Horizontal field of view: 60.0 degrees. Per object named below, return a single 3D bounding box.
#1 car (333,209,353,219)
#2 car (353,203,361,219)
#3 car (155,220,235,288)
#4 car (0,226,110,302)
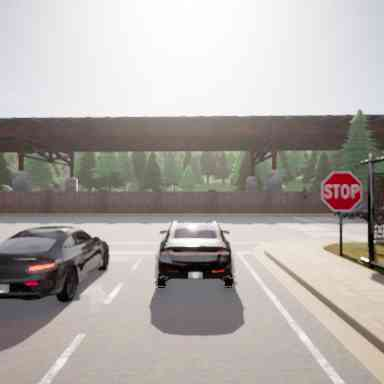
[{"bbox_3d":[15.616,1.695,29.767,5.357,1.411,2.033,0,0,1],"label":"car"},{"bbox_3d":[15.869,1.608,26.265,5.008,1.535,1.882,0,0,1],"label":"car"},{"bbox_3d":[0.078,1.540,9.409,2.128,1.511,4.902,0,0,0],"label":"car"},{"bbox_3d":[-3.403,1.567,8.230,1.812,1.442,4.674,0,0,0],"label":"car"}]
